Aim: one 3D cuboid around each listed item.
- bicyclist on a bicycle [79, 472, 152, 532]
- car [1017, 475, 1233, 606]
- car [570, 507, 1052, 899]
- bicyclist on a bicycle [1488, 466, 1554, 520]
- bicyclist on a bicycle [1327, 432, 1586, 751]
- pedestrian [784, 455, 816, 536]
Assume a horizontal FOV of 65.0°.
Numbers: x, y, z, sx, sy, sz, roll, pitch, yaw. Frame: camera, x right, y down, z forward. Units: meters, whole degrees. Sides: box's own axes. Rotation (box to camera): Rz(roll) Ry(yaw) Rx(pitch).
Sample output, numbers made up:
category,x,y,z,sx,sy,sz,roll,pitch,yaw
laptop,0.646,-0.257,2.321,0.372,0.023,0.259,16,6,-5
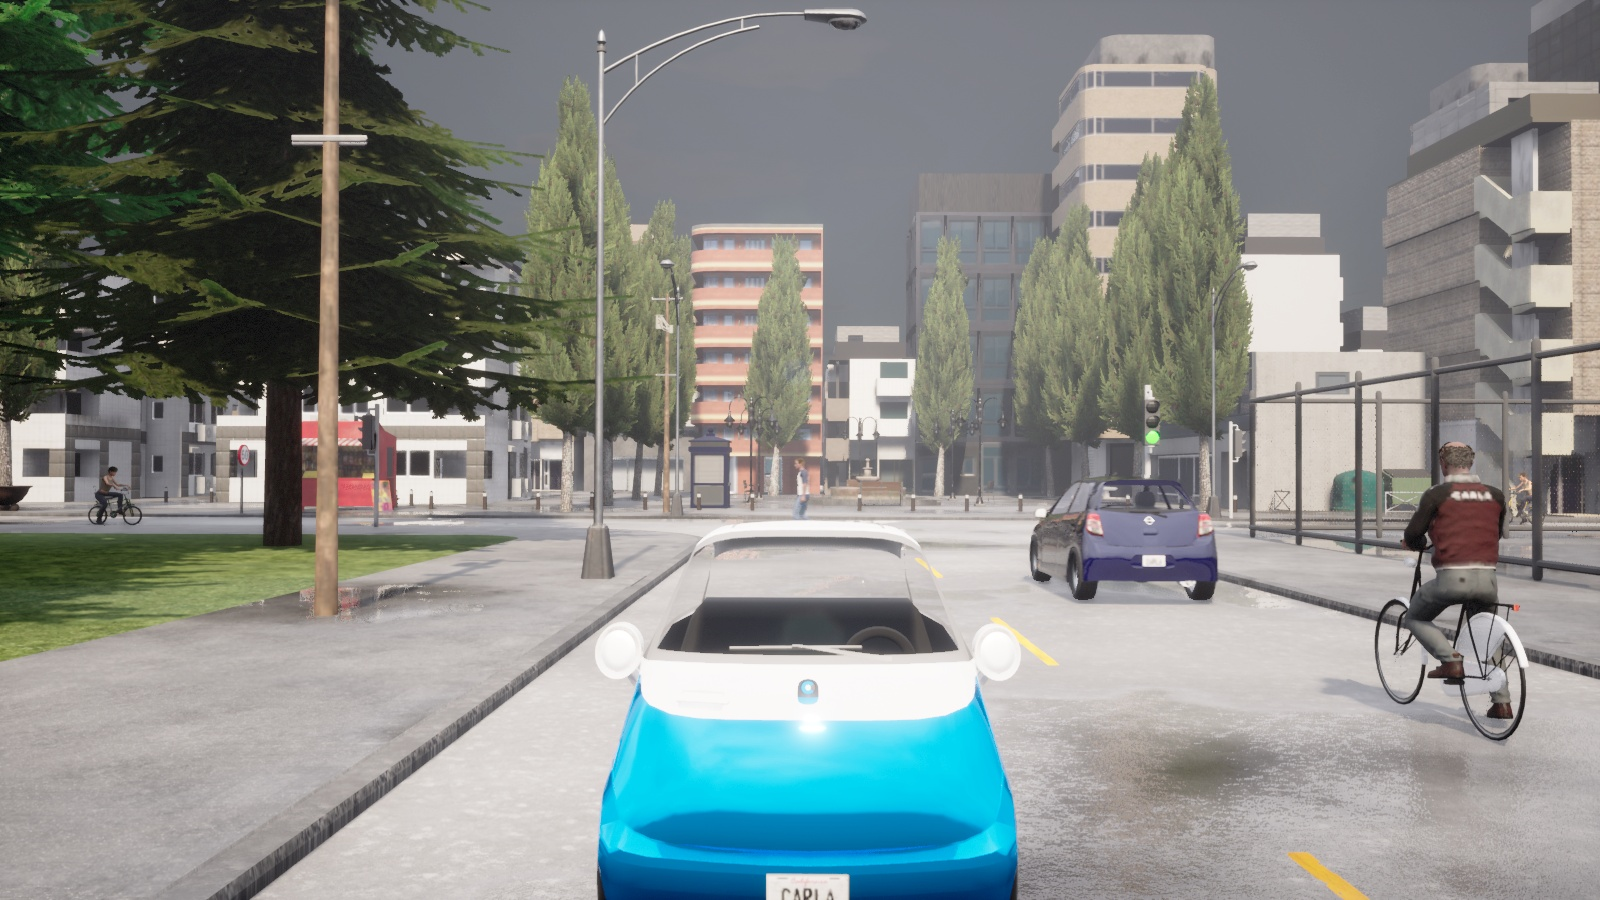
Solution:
category,x,y,z,sx,sy,sz,roll,pitch,yaw
bicyclist on a bicycle,-18.738,1.402,34.391,1.509,1.612,0.866,0,-1,1
car,4.112,1.089,16.495,1.845,1.501,3.633,0,-1,-1
car,0.037,0.954,4.968,1.481,1.376,2.207,0,-1,0
bicyclist on a bicycle,21.948,1.304,38.248,1.509,1.612,0.866,0,-1,0
bicyclist on a bicycle,4.050,0.802,7.933,0.659,1.776,1.843,0,-1,0
pedestrian,0.008,1.026,28.398,0.706,1.836,0.354,0,-1,0
